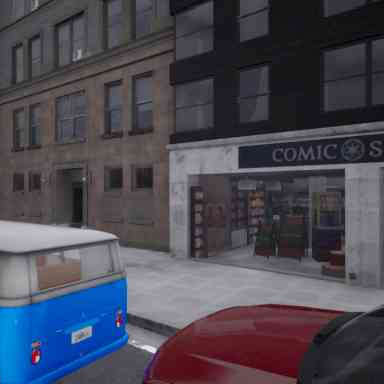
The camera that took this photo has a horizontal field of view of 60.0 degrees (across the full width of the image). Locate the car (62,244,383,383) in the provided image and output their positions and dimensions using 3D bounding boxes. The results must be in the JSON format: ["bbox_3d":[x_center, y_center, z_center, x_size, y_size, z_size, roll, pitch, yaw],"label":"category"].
[{"bbox_3d":[1.899,1.315,1.456,5.009,1.841,2.192,0,0,36],"label":"car"}]

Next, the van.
[{"bbox_3d":[-2.723,1.341,4.755,3.998,1.788,1.690,0,0,36],"label":"van"}]
